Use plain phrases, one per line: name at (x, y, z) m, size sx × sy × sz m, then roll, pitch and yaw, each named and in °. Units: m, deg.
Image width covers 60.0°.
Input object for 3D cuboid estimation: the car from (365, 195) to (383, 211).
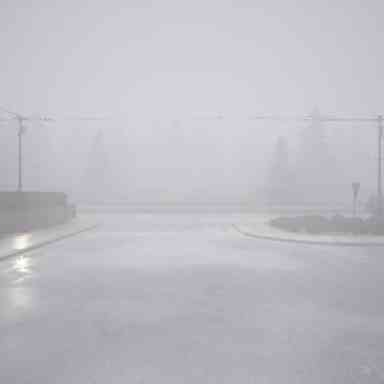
car at (18.723, 1.282, 30.170) m, size 5.566 × 2.045 × 2.150 m, roll 0°, pitch 0°, yaw 0°
